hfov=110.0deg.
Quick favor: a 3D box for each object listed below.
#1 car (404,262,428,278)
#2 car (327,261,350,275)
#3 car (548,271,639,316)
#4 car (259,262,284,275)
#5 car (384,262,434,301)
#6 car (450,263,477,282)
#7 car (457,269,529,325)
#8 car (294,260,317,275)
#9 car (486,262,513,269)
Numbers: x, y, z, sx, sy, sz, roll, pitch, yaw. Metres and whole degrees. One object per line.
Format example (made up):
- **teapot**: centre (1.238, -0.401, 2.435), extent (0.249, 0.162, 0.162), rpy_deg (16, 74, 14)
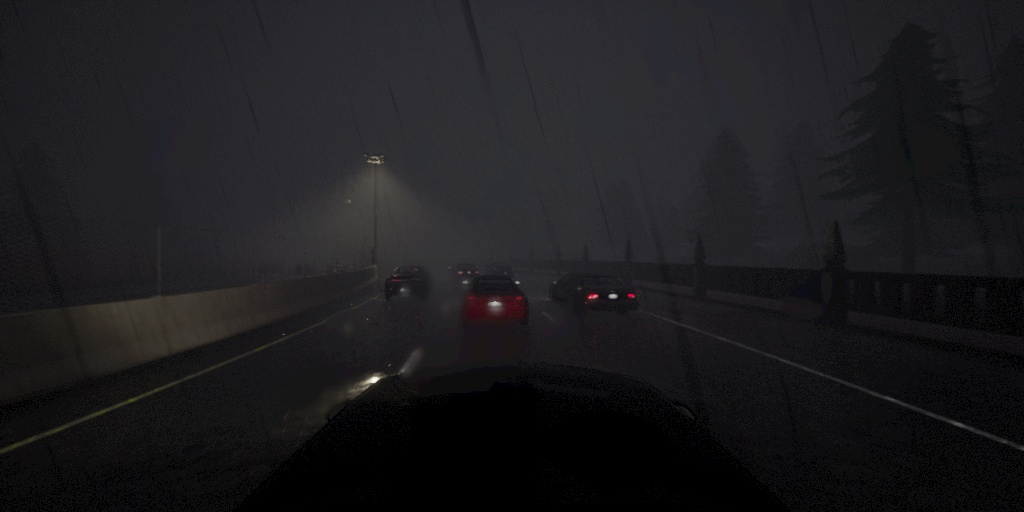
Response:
- **car**: centre (-9.403, 1.314, 34.929), extent (1.994, 1.385, 4.181), rpy_deg (0, 0, -19)
- **car**: centre (-17.655, 1.273, 36.490), extent (2.128, 1.511, 4.902), rpy_deg (0, 0, -23)
- **car**: centre (2.772, 1.274, 13.401), extent (2.033, 1.411, 5.357), rpy_deg (0, 0, -7)
- **car**: centre (-27.123, 1.376, 40.531), extent (1.994, 1.385, 4.181), rpy_deg (0, 0, -27)
- **car**: centre (-4.916, 1.243, 17.451), extent (2.128, 1.511, 4.902), rpy_deg (0, 0, -9)
- **car**: centre (-3.928, 1.283, 29.410), extent (2.033, 1.411, 5.357), rpy_deg (0, 0, -16)
- **car**: centre (-0.634, 1.306, 11.847), extent (1.994, 1.385, 4.181), rpy_deg (0, 0, -6)
- **car**: centre (-22.706, 1.397, 39.487), extent (1.895, 1.301, 4.718), rpy_deg (0, 0, -25)
- **car**: centre (-1.183, 1.247, 32.335), extent (1.812, 1.442, 4.674), rpy_deg (0, 0, -16)
